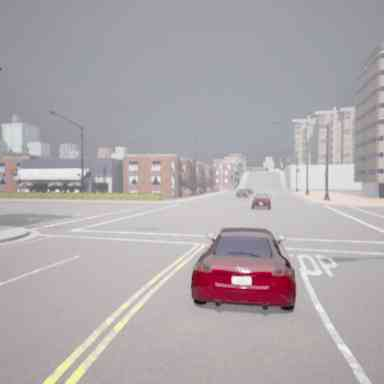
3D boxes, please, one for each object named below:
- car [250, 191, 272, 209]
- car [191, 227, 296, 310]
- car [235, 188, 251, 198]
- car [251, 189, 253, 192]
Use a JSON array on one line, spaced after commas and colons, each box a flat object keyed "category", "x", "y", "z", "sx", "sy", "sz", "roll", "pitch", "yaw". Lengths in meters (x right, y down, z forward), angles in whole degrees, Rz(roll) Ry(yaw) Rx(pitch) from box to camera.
[{"category": "car", "x": 7.244, "y": 0.917, "z": 34.574, "sx": 1.812, "sy": 1.442, "sz": 4.674, "roll": 1, "pitch": 2, "yaw": 13}, {"category": "car", "x": 1.237, "y": 1.500, "z": 7.784, "sx": 1.994, "sy": 1.385, "sz": 4.181, "roll": 0, "pitch": 1, "yaw": 11}, {"category": "car", "x": 8.376, "y": 0.230, "z": 55.596, "sx": 1.837, "sy": 1.490, "sz": 4.892, "roll": 0, "pitch": 2, "yaw": 14}, {"category": "car", "x": 12.061, "y": -0.191, "z": 71.154, "sx": 1.994, "sy": 1.385, "sz": 4.181, "roll": 0, "pitch": 2, "yaw": 13}]
